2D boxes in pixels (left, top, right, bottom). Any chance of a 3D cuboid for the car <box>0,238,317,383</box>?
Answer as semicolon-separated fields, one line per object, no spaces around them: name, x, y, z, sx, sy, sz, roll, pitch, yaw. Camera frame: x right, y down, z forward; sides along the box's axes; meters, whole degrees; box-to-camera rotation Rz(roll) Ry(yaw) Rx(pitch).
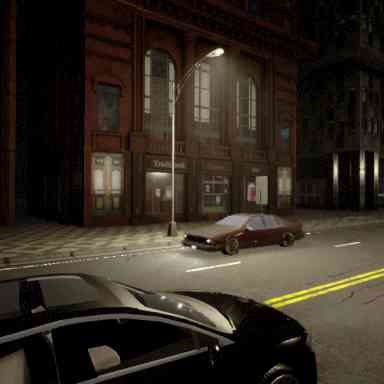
car;-0.959;1.492;2.756;4.902;1.511;2.128;0;0;-35

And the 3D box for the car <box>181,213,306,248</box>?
car;2.235;1.544;13.203;5.357;1.411;2.033;0;0;-35
